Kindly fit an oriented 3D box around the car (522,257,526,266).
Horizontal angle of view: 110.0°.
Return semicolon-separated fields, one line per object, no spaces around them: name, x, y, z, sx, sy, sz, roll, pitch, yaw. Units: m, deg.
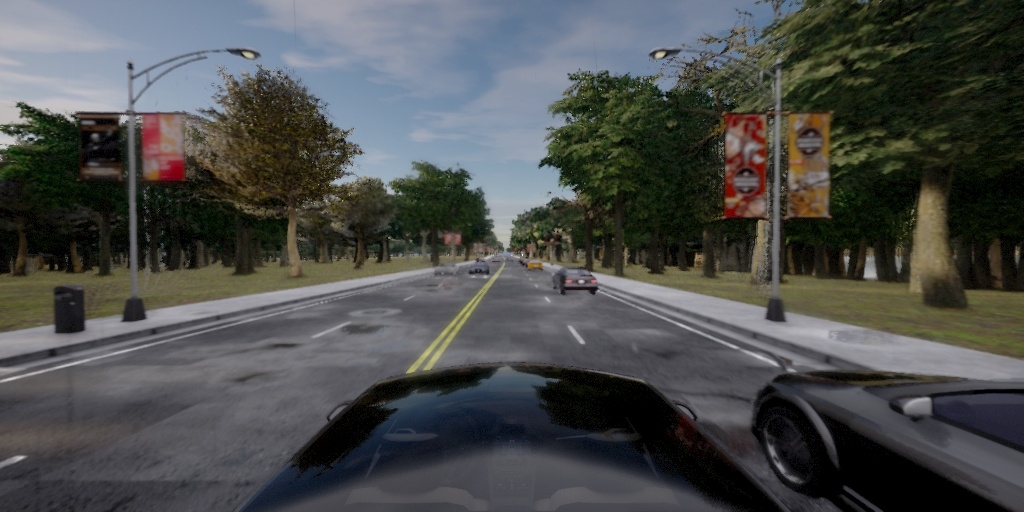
car;3.158;1.350;60.717;1.895;1.301;4.718;0;0;0

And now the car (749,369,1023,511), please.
car;3.350;1.314;1.837;1.994;1.385;4.181;0;0;0

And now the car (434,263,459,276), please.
car;-6.596;1.348;36.319;1.895;1.301;4.718;0;0;0

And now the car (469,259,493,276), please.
car;-3.344;1.311;37.719;1.994;1.385;4.181;0;0;0

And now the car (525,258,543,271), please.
car;3.214;1.229;49.676;1.882;1.535;5.008;0;0;0

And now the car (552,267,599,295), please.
car;3.353;1.293;19.809;2.033;1.411;5.357;0;0;0
